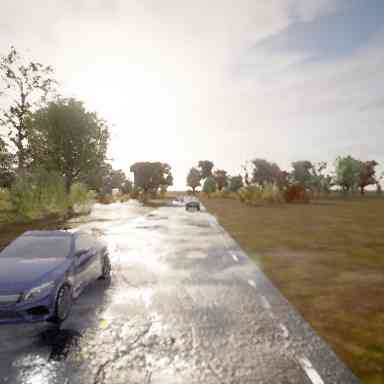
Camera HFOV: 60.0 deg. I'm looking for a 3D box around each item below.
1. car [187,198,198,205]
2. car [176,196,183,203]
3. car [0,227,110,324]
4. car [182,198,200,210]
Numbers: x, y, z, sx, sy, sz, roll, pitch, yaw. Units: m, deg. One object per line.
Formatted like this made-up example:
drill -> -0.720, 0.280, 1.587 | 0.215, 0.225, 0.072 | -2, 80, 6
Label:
car -> 0.109, 1.829, 64.040 | 1.895, 1.301, 4.718 | 0, 0, 0
car -> -2.987, 1.800, 81.040 | 2.128, 1.511, 4.902 | 0, 0, 0
car -> -3.111, 1.556, 7.343 | 1.812, 1.442, 4.674 | 0, 0, 0
car -> 0.108, 1.665, 45.937 | 2.128, 1.511, 4.902 | 0, 0, 0
